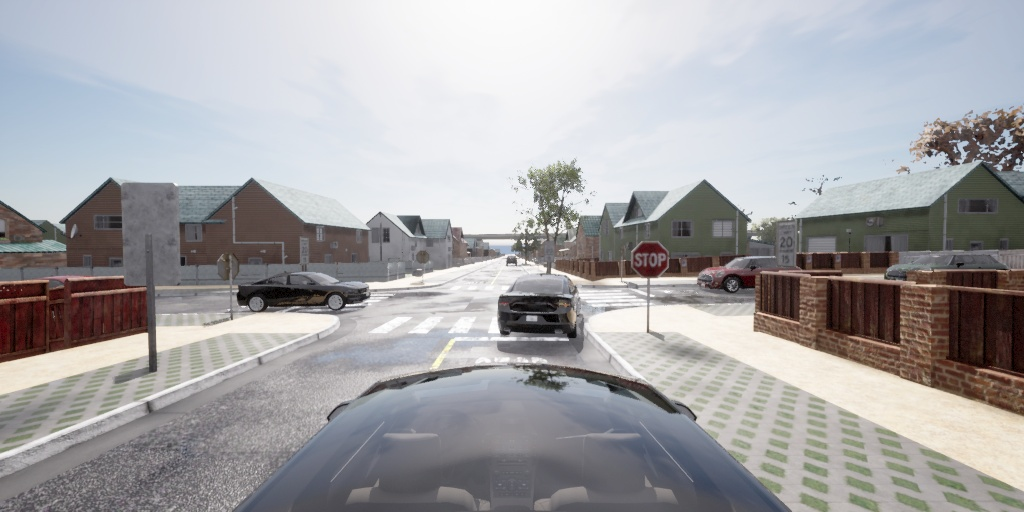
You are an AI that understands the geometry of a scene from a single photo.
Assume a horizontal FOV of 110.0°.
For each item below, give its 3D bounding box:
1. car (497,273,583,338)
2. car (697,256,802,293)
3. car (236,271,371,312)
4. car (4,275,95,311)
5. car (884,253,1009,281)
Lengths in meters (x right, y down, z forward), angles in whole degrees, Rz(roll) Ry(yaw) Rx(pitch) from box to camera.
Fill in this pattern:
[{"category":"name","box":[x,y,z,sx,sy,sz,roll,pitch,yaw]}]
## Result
[{"category":"car","box":[0.950,1.224,10.303,1.882,1.535,5.008,0,0,12]},{"category":"car","box":[11.790,0.820,17.924,4.553,1.767,2.097,-1,2,0]},{"category":"car","box":[-8.481,1.377,14.821,5.008,1.535,1.882,-1,2,0]},{"category":"car","box":[-18.034,1.547,14.748,5.008,1.535,1.882,-1,2,0]},{"category":"car","box":[21.685,0.646,18.005,4.553,1.767,2.097,-1,2,0]}]
